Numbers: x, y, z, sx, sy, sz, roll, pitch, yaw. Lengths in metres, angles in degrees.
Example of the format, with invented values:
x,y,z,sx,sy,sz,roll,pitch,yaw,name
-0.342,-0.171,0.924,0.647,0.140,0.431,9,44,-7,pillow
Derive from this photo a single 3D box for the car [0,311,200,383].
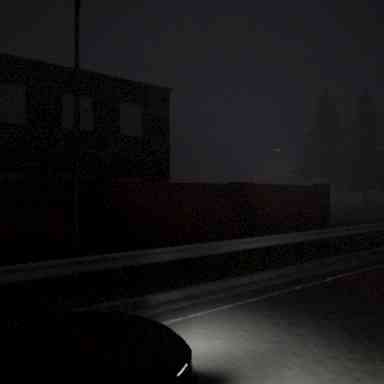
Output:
x,y,z,sx,sy,sz,roll,pitch,yaw,name
-2.087,1.526,2.257,4.674,1.442,1.812,0,0,-36,car
